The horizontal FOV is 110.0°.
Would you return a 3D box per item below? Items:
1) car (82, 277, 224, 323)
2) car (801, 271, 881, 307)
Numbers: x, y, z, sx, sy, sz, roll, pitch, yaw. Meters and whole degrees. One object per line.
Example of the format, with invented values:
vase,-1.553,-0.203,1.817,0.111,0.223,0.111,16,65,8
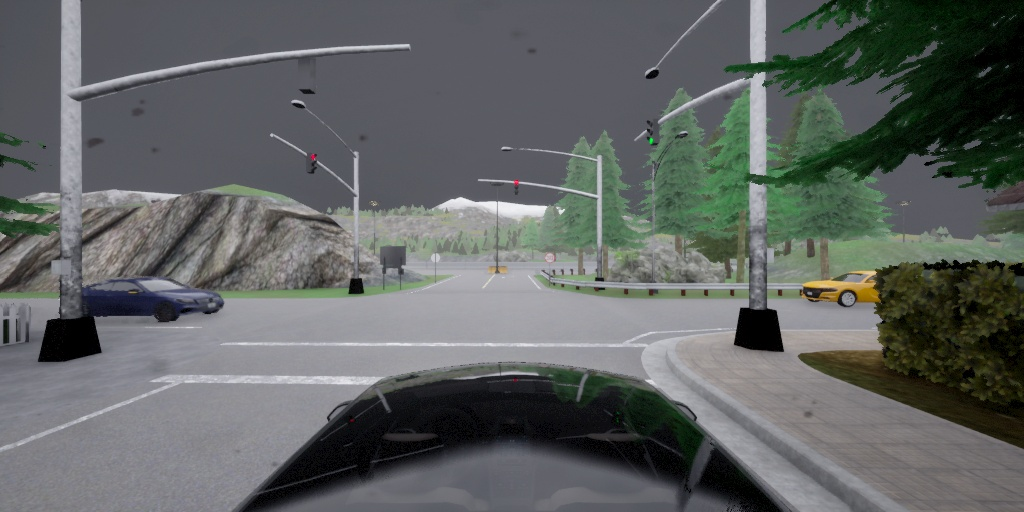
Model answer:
car,-12.851,1.467,12.607,4.674,1.442,1.812,0,0,1
car,15.954,1.419,16.193,5.008,1.535,1.882,0,0,0
